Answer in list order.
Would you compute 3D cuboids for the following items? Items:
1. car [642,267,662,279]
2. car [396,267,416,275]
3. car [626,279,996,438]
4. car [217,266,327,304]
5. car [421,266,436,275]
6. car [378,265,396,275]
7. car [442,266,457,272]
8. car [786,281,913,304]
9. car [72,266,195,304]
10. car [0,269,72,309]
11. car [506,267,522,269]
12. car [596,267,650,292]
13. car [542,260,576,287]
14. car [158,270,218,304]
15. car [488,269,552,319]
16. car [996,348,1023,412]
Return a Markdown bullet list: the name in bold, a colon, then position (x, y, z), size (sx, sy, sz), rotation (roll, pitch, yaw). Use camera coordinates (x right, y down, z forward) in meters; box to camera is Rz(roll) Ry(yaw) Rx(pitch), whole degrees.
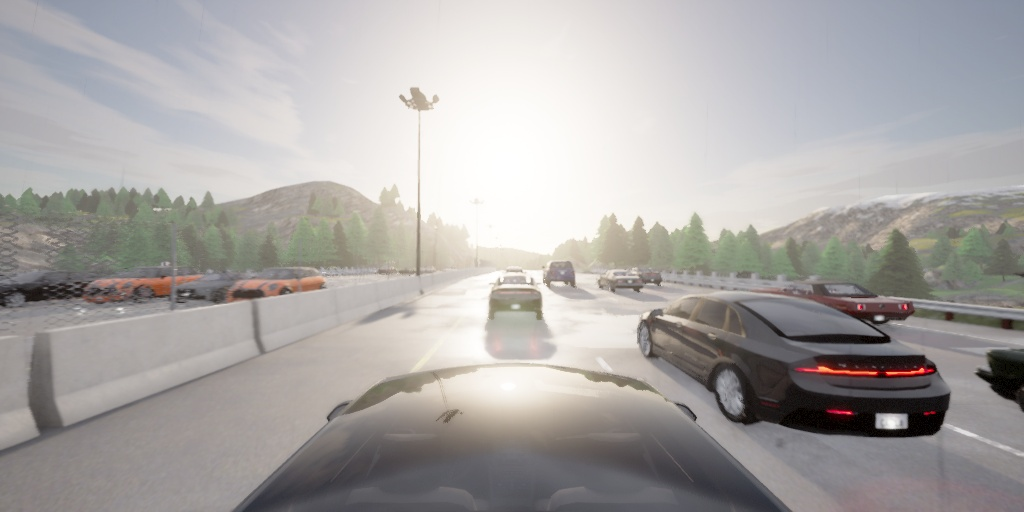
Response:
- **car**: position (10.682, 1.679, 29.646), size (2.128, 1.511, 4.902), rotation (0, -1, 0)
- **car**: position (-17.350, 2.477, 60.122), size (1.895, 1.301, 4.718), rotation (0, -2, 1)
- **car**: position (3.596, 1.325, 5.808), size (1.837, 1.490, 4.892), rotation (0, 0, 0)
- **car**: position (-10.558, 1.288, 16.552), size (2.097, 1.767, 4.553), rotation (0, -1, 0)
- **car**: position (-13.859, 2.414, 60.160), size (1.812, 1.442, 4.674), rotation (0, -2, 1)
- **car**: position (-20.852, 2.344, 60.117), size (1.882, 1.535, 5.008), rotation (0, -2, 1)
- **car**: position (-10.356, 2.444, 60.171), size (2.033, 1.411, 5.357), rotation (0, -2, 1)
- **car**: position (10.626, 1.535, 12.579), size (1.895, 1.301, 4.718), rotation (0, -1, 0)
- **car**: position (-17.554, 1.283, 17.525), size (2.097, 1.767, 4.553), rotation (0, -1, 0)
- **car**: position (-21.060, 1.380, 16.164), size (1.882, 1.535, 5.008), rotation (0, -1, 0)
- **car**: position (0.183, 1.667, 29.791), size (1.837, 1.490, 4.892), rotation (0, -1, 0)
- **car**: position (7.164, 1.643, 24.237), size (2.033, 1.411, 5.357), rotation (0, -1, 0)
- **car**: position (3.681, 1.377, 28.761), size (2.150, 2.045, 5.566), rotation (0, -1, 0)
- **car**: position (-14.056, 1.504, 17.479), size (1.994, 1.385, 4.181), rotation (0, -1, 0)
- **car**: position (0.129, 1.414, 13.668), size (2.128, 1.511, 4.902), rotation (0, -1, 0)
- **car**: position (7.078, 1.382, 2.561), size (1.895, 1.301, 4.718), rotation (0, -1, 0)
